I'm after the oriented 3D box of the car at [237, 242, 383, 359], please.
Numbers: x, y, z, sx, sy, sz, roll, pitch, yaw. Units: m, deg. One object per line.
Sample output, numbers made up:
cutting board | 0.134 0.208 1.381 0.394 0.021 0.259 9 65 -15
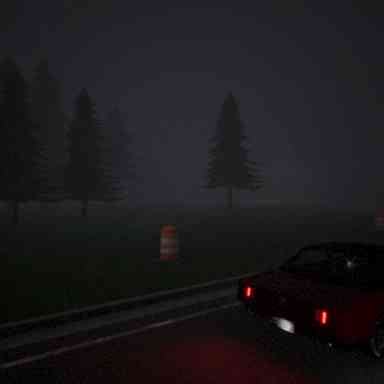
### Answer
car | 3.133 1.589 5.981 4.718 1.301 1.895 0 0 -36
